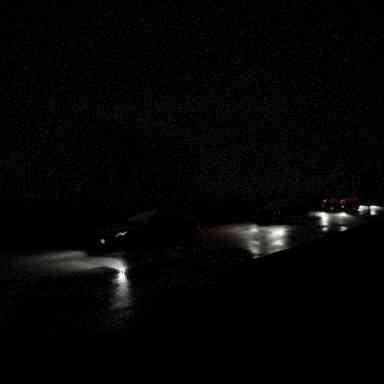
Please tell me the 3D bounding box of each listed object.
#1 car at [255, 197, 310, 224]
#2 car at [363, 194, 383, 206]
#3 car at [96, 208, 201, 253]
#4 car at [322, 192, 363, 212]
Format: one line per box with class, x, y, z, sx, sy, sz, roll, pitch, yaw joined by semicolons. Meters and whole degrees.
car;6.006;1.142;21.788;1.882;1.535;5.008;-1;0;42
car;20.096;0.792;37.368;1.994;1.385;4.181;-1;1;42
car;-1.574;1.401;13.382;1.812;1.442;4.674;-1;0;42
car;13.411;0.794;29.993;2.097;1.767;4.553;-1;0;42
